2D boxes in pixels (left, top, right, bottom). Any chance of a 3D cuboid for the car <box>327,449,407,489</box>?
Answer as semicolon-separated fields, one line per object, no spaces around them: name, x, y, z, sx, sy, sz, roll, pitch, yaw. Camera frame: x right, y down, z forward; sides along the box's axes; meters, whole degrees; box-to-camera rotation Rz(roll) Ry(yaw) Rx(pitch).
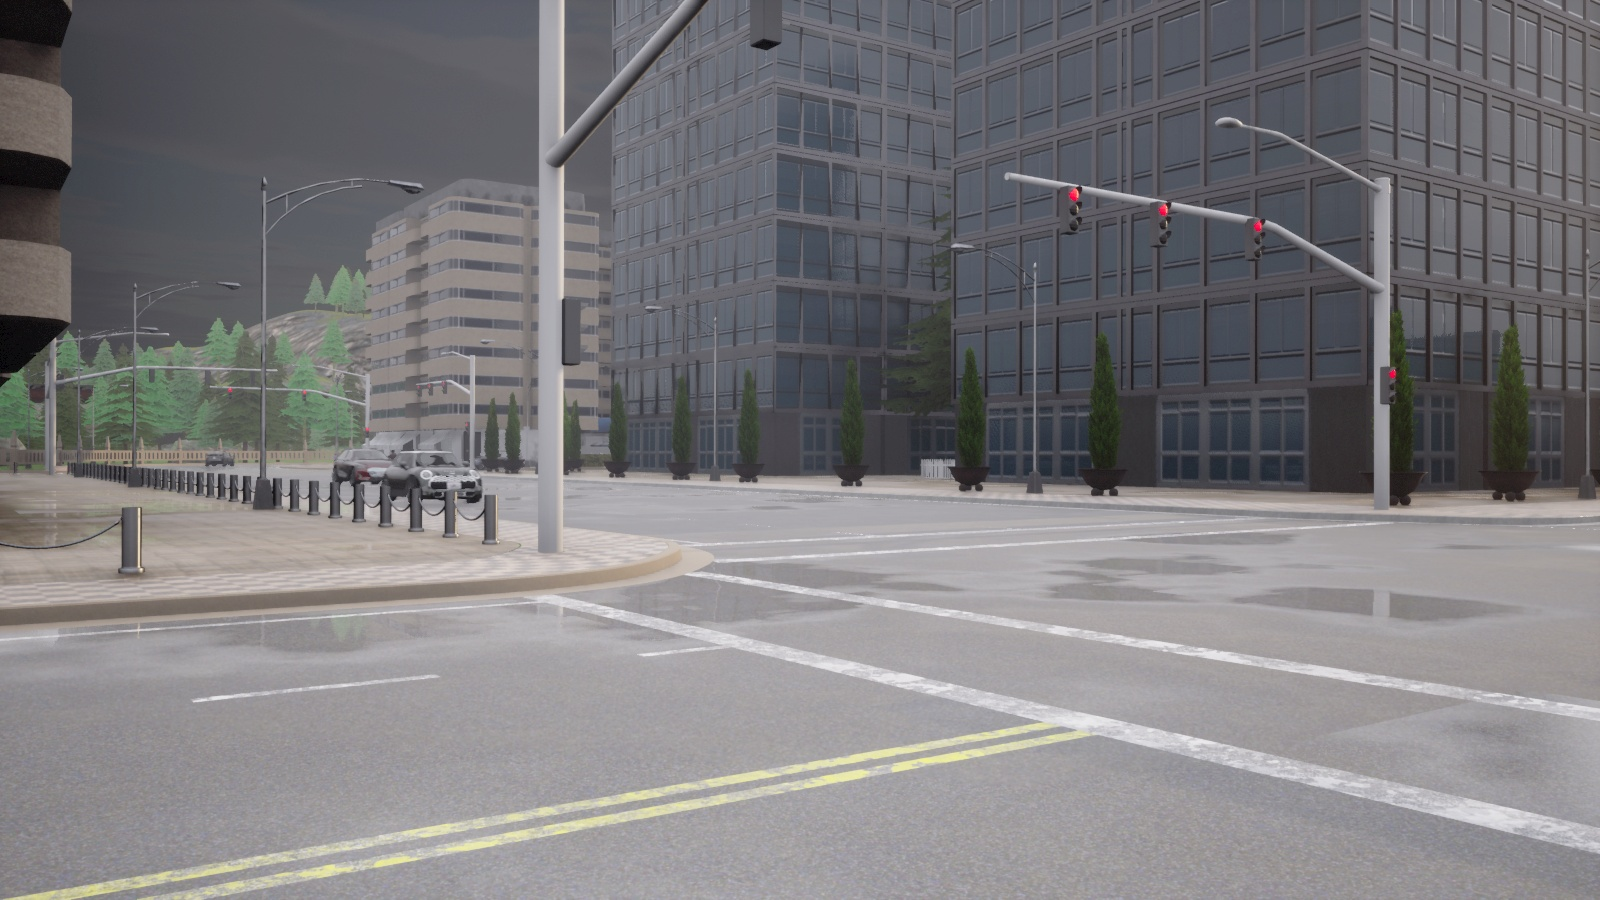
car;-18.583;0.790;53.795;2.033;1.649;4.856;0;0;-34

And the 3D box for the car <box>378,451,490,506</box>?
car;-10.419;0.764;35.621;1.970;1.475;3.806;0;0;-34
